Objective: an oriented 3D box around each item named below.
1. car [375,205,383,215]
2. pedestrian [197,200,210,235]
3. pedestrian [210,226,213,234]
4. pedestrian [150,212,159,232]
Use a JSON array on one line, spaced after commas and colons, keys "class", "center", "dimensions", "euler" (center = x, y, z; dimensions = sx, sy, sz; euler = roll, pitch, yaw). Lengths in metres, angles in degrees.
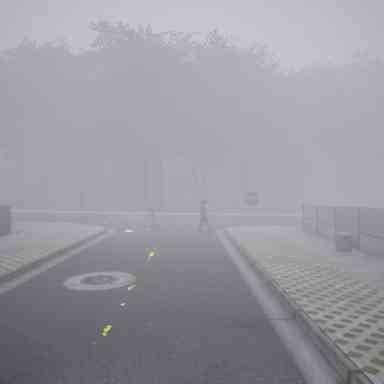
[{"class": "car", "center": [16.638, 1.540, 27.102], "dimensions": [4.674, 1.442, 1.812], "euler": [0, 1, 0]}, {"class": "pedestrian", "center": [0.591, 1.285, 17.242], "dimensions": [0.375, 1.860, 0.375], "euler": [-1, 1, 0]}, {"class": "pedestrian", "center": [0.760, 1.284, 17.843], "dimensions": [0.375, 1.860, 0.375], "euler": [-1, 1, 0]}, {"class": "pedestrian", "center": [-2.090, 1.664, 18.436], "dimensions": [0.500, 1.100, 0.500], "euler": [-1, 1, 0]}]
